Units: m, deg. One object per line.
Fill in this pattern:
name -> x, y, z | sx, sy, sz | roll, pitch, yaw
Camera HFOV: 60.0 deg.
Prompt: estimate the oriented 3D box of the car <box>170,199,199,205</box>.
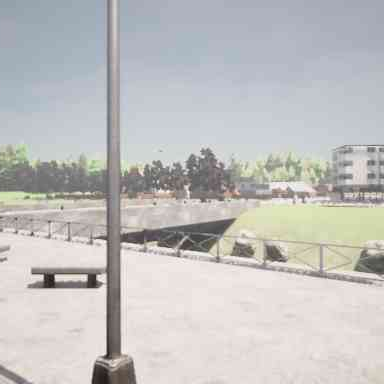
car -> -0.923, 1.651, 47.359 | 1.895, 1.301, 4.718 | 0, 0, 35
